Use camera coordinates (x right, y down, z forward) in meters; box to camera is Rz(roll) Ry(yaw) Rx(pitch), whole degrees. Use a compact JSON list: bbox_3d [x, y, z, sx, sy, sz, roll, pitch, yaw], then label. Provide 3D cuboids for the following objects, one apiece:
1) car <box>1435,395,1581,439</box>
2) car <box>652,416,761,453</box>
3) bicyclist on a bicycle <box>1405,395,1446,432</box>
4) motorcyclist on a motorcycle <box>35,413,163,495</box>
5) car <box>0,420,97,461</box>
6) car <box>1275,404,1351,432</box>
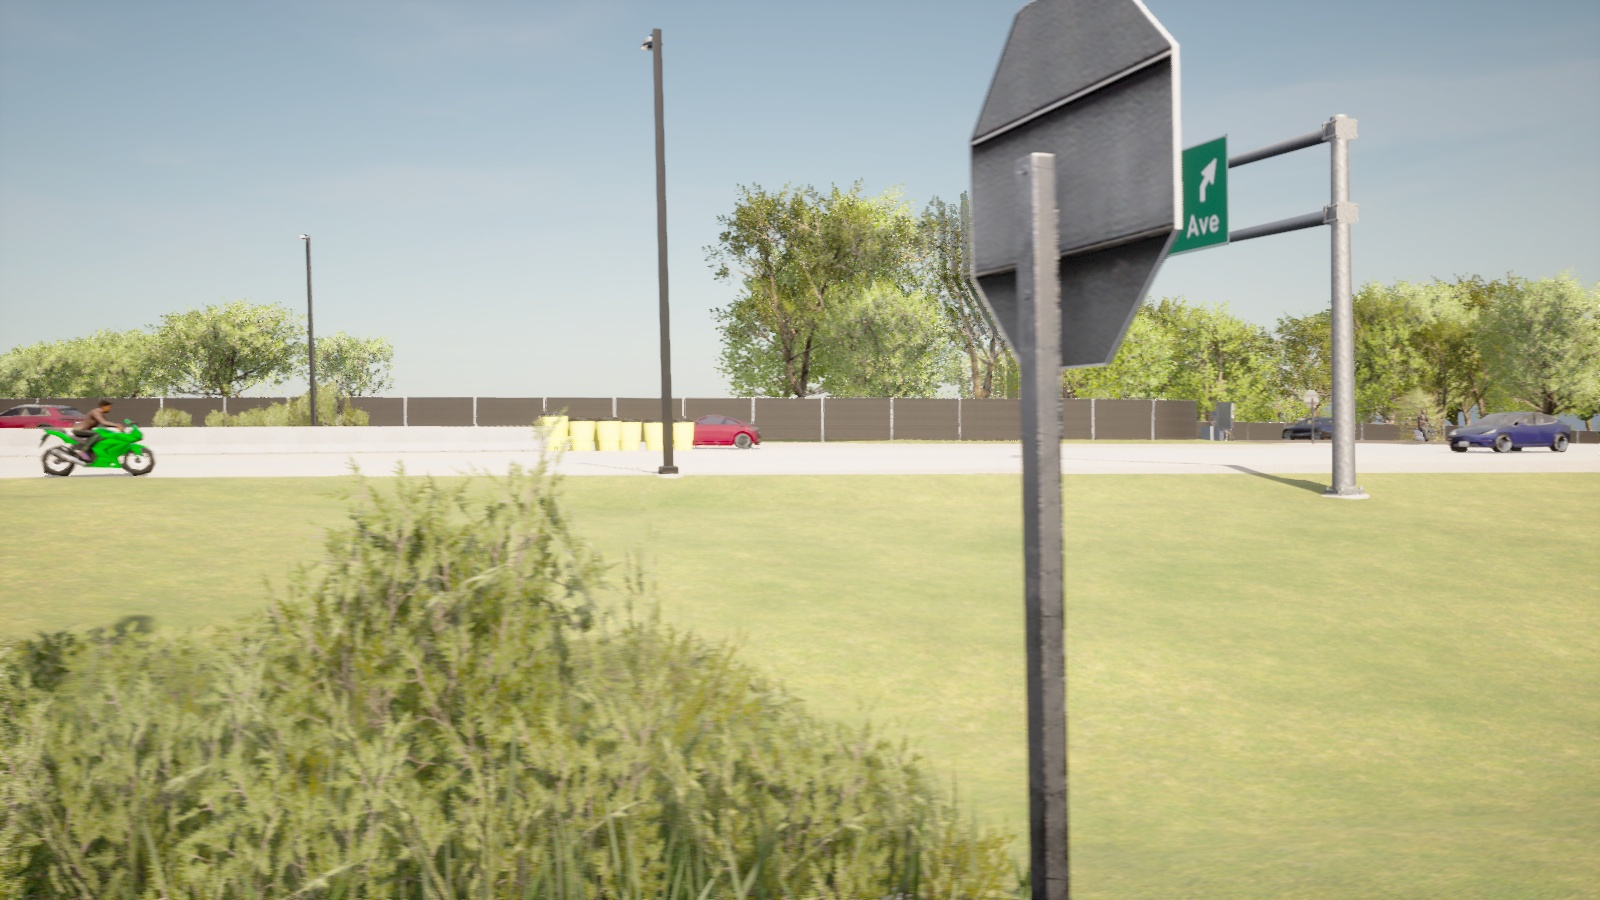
[{"bbox_3d":[25.762,-1.206,45.685,4.792,1.488,2.163,-2,1,-24],"label":"car"},{"bbox_3d":[-3.714,-0.643,50.403,4.181,1.385,1.994,-1,1,1],"label":"car"},{"bbox_3d":[30.829,-1.788,61.912,0.659,1.776,1.843,-2,1,-18],"label":"bicyclist on a bicycle"},{"bbox_3d":[-13.719,0.070,24.630,2.044,1.523,0.797,-2,1,-19],"label":"motorcyclist on a motorcycle"},{"bbox_3d":[-32.538,-0.394,52.888,4.856,1.649,2.033,-1,2,8],"label":"car"},{"bbox_3d":[34.790,-2.169,85.354,2.033,1.649,4.856,-3,0,-18],"label":"car"}]
